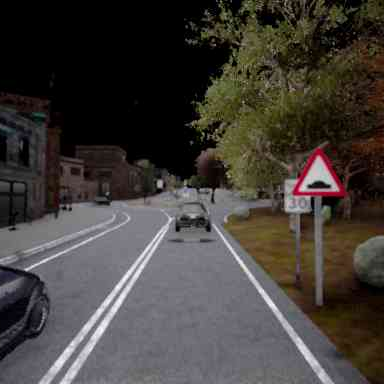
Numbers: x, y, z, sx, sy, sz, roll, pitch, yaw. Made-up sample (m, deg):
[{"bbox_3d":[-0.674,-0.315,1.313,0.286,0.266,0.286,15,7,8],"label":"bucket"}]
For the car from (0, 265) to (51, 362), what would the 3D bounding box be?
[{"bbox_3d":[-3.351,1.589,3.880,1.994,1.385,4.181,0,0,0],"label":"car"}]

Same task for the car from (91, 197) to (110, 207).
[{"bbox_3d":[-13.007,1.415,47.285,1.895,1.301,4.718,1,0,-27],"label":"car"}]

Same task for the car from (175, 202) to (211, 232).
[{"bbox_3d":[0.047,1.408,20.811,2.097,1.767,4.553,0,0,0],"label":"car"}]
